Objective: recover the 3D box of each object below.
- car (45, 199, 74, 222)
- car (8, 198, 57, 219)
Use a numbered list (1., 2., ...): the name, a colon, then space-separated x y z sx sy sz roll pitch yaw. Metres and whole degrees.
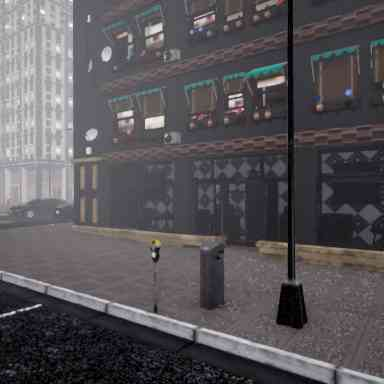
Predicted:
1. car: -7.336 1.279 22.805 1.947 1.339 4.313 1 1 35
2. car: -11.901 1.239 26.400 1.837 1.490 4.892 0 1 35
